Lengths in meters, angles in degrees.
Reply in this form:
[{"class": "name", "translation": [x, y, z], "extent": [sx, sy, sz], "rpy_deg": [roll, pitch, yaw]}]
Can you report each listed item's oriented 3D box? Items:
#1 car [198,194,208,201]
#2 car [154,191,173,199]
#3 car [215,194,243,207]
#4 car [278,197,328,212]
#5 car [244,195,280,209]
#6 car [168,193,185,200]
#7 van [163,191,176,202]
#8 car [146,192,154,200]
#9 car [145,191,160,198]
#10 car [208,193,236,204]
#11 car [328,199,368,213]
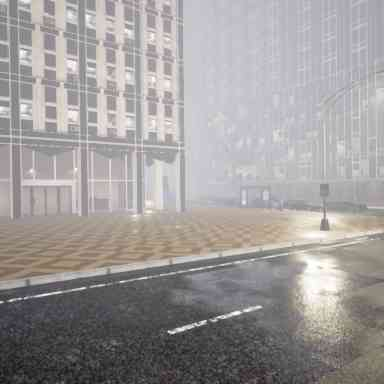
[{"class": "car", "translation": [2.941, 1.043, 64.398], "extent": [1.802, 1.307, 4.206], "rpy_deg": [0, 1, -34]}, {"class": "car", "translation": [-6.715, 0.615, 78.448], "extent": [2.192, 1.841, 5.009], "rpy_deg": [0, 1, -34]}, {"class": "car", "translation": [5.645, 1.319, 45.572], "extent": [1.947, 1.339, 4.313], "rpy_deg": [0, 1, -34]}, {"class": "car", "translation": [12.020, 1.423, 36.158], "extent": [1.947, 1.339, 4.313], "rpy_deg": [0, 1, -34]}, {"class": "car", "translation": [8.815, 1.388, 40.855], "extent": [1.802, 1.307, 4.206], "rpy_deg": [0, 1, -34]}, {"class": "car", "translation": [-3.496, 0.936, 73.767], "extent": [1.802, 1.307, 4.206], "rpy_deg": [0, 1, -34]}, {"class": "van", "translation": [-3.966, 0.937, 59.651], "extent": [1.690, 1.788, 3.998], "rpy_deg": [0, 1, -34]}, {"class": "car", "translation": [-10.404, 1.039, 69.022], "extent": [2.008, 1.369, 4.403], "rpy_deg": [0, 1, -34]}, {"class": "car", "translation": [-9.934, 0.686, 83.134], "extent": [1.967, 1.590, 4.097], "rpy_deg": [0, 1, -34]}, {"class": "car", "translation": [4.991, 1.266, 51.191], "extent": [1.895, 1.301, 4.718], "rpy_deg": [-1, 1, -34]}, {"class": "car", "translation": [16.111, 1.408, 34.991], "extent": [1.994, 1.385, 4.181], "rpy_deg": [-1, 1, -35]}]
